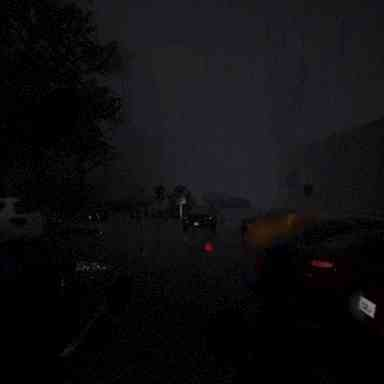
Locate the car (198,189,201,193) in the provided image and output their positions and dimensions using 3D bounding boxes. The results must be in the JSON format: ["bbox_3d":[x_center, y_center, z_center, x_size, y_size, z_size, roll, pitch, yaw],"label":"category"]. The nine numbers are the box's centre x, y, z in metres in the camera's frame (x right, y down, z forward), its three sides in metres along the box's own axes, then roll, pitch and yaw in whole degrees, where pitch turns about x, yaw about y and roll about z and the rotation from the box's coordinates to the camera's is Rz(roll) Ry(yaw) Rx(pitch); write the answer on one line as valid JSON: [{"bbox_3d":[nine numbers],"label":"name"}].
[{"bbox_3d":[4.428,0.662,86.626,4.553,1.767,2.185,0,1,0],"label":"car"}]

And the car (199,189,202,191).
[{"bbox_3d":[4.400,0.887,75.326,4.553,1.767,2.185,0,1,0],"label":"car"}]

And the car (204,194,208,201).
[{"bbox_3d":[4.352,1.296,44.226,4.674,1.452,2.002,0,0,0],"label":"car"}]

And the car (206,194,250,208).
[{"bbox_3d":[4.312,1.299,38.573,4.792,1.488,2.163,0,0,0],"label":"car"}]

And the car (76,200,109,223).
[{"bbox_3d":[-7.393,1.433,25.023,1.837,1.490,4.892,-6,2,-10],"label":"car"}]

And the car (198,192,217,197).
[{"bbox_3d":[4.288,0.672,92.279,5.366,1.575,1.946,0,1,0],"label":"car"}]

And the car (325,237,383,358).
[{"bbox_3d":[4.567,1.508,4.248,4.792,1.488,2.163,0,0,0],"label":"car"}]

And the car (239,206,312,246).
[{"bbox_3d":[4.722,1.472,12.597,5.366,1.575,1.946,0,0,0],"label":"car"}]

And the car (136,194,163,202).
[{"bbox_3d":[-8.167,1.208,63.874,5.008,1.535,2.097,0,0,0],"label":"car"}]

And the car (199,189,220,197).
[{"bbox_3d":[4.411,0.979,55.528,5.566,2.045,2.435,0,0,0],"label":"car"}]

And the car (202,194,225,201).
[{"bbox_3d":[4.420,1.165,69.678,4.674,1.452,2.002,0,1,0],"label":"car"}]

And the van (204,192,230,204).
[{"bbox_3d":[4.273,0.998,58.354,4.442,1.987,1.878,0,0,0],"label":"van"}]

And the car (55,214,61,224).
[{"bbox_3d":[-8.513,1.349,15.383,4.553,1.767,2.185,0,0,0],"label":"car"}]

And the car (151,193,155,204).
[{"bbox_3d":[-8.213,1.250,46.921,5.008,1.535,2.097,0,0,0],"label":"car"}]

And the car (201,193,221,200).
[{"bbox_3d":[4.436,0.996,78.154,4.674,1.452,2.002,0,1,0],"label":"car"}]

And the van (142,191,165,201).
[{"bbox_3d":[-8.036,0.900,69.649,4.442,1.987,1.878,0,1,0],"label":"van"}]

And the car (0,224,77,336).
[{"bbox_3d":[-3.587,1.546,5.431,2.033,1.411,5.357,0,0,0],"label":"car"}]

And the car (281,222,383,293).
[{"bbox_3d":[4.535,1.517,7.031,4.674,1.452,2.002,0,0,0],"label":"car"}]

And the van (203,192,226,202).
[{"bbox_3d":[4.287,0.982,63.884,4.442,1.987,1.878,0,0,0],"label":"van"}]

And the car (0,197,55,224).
[{"bbox_3d":[-8.572,1.224,12.598,5.566,2.045,2.435,0,0,0],"label":"car"}]

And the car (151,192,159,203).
[{"bbox_3d":[-8.209,1.238,52.693,4.892,1.521,2.231,0,0,0],"label":"car"}]

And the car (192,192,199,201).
[{"bbox_3d":[0.020,1.265,69.131,1.895,1.301,4.718,0,1,0],"label":"car"}]

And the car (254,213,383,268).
[{"bbox_3d":[4.508,1.506,9.814,4.792,1.488,2.163,0,0,0],"label":"car"}]

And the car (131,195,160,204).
[{"bbox_3d":[-8.158,1.254,58.215,4.792,1.488,2.163,0,0,0],"label":"car"}]

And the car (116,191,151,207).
[{"bbox_3d":[-8.193,1.131,44.221,4.553,1.767,2.185,0,0,0],"label":"car"}]

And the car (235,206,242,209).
[{"bbox_3d":[4.521,1.514,15.239,4.674,1.452,2.002,-1,0,0],"label":"car"}]

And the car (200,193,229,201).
[{"bbox_3d":[4.176,1.247,47.052,5.366,1.575,1.946,0,0,0],"label":"car"}]

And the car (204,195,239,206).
[{"bbox_3d":[4.374,1.243,49.878,5.008,1.535,2.097,0,0,0],"label":"car"}]

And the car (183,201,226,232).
[{"bbox_3d":[0.719,1.517,20.191,1.812,1.442,4.674,-1,0,12],"label":"car"}]

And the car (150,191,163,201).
[{"bbox_3d":[-8.152,0.967,61.038,5.566,2.045,2.435,0,0,0],"label":"car"}]
